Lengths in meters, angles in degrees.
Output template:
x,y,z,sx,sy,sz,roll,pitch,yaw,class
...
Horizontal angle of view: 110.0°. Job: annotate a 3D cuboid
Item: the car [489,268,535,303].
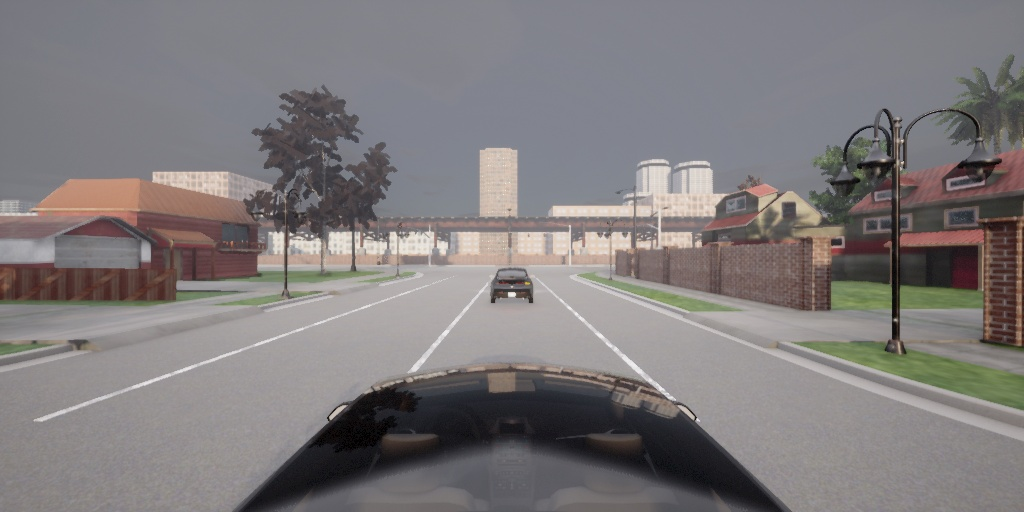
x,y,z,sx,sy,sz,roll,pitch,yaw,class
0.000,1.265,16.500,1.837,1.490,4.892,0,0,0,car
